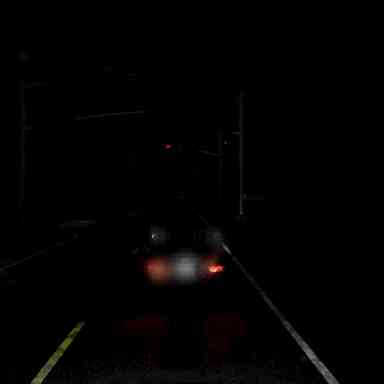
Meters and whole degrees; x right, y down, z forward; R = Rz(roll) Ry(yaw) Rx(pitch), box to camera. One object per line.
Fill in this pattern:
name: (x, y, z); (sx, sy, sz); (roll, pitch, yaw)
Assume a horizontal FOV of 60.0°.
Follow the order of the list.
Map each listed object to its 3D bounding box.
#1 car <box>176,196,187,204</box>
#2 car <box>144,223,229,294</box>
car: (-1.982, 1.525, 63.433); (1.812, 1.442, 4.674); (0, 0, -2)
car: (-0.175, 1.547, 8.963); (2.033, 1.411, 5.357); (0, 0, -1)
